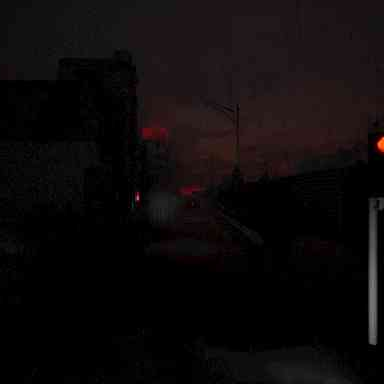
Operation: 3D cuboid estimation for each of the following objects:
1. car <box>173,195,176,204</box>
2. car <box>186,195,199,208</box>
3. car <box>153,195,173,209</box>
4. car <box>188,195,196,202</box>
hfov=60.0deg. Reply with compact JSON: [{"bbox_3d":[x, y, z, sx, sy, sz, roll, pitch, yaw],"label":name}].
[{"bbox_3d":[-4.117,1.601,53.600,1.895,1.301,4.718,0,0,0],"label":"car"},{"bbox_3d":[0.078,1.477,49.458,1.882,1.535,5.008,0,0,0],"label":"car"},{"bbox_3d":[-4.118,1.491,44.316,2.128,1.511,4.902,0,0,0],"label":"car"},{"bbox_3d":[-0.035,1.524,78.422,1.812,1.442,4.674,0,0,0],"label":"car"}]
